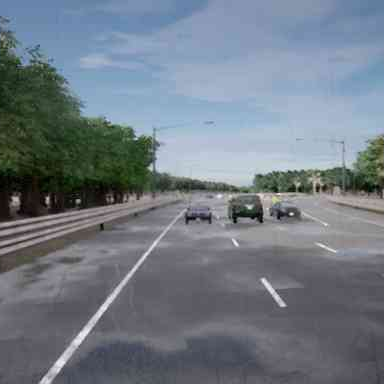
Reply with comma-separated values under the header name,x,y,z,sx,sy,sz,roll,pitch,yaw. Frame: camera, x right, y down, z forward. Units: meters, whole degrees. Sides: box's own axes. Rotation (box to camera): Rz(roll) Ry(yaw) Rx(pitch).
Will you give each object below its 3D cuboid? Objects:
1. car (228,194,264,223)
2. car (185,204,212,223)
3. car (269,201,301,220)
name,x,y,z,sx,sy,sz,roll,pitch,yaw
car,4.016,1.195,25.432,2.150,2.045,5.566,0,0,2
car,0.499,1.574,24.849,1.895,1.301,4.718,0,0,2
car,7.589,1.499,27.390,1.812,1.442,4.674,0,0,2
